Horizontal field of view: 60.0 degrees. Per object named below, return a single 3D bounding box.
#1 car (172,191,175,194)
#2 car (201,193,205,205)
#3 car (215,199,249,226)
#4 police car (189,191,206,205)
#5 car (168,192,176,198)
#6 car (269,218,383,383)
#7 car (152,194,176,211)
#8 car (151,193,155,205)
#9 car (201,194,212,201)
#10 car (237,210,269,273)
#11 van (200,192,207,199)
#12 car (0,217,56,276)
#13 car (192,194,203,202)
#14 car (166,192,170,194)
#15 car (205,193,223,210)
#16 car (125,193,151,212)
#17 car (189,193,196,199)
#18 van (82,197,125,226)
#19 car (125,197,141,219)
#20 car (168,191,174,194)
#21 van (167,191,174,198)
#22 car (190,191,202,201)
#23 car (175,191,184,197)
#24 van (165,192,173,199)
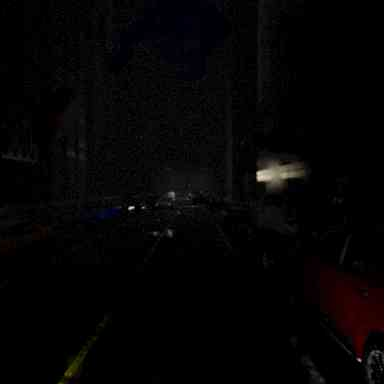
[{"bbox_3d":[-5.663,1.021,77.688,1.752,1.417,4.829,0,0,0],"label":"car"},{"bbox_3d":[2.825,1.238,49.649,1.947,1.339,4.313,0,0,0],"label":"car"},{"bbox_3d":[2.788,1.403,21.448,2.008,1.369,4.403,0,0,0],"label":"car"},{"bbox_3d":[0.912,1.082,52.136,1.930,1.638,5.238,0,0,-1],"label":"police car"},{"bbox_3d":[-5.641,0.827,94.780,1.967,1.590,4.097,0,0,0],"label":"car"},{"bbox_3d":[2.765,1.282,4.525,2.192,1.841,5.009,0,0,0],"label":"car"},{"bbox_3d":[-3.046,1.278,37.012,1.812,1.442,4.674,0,0,0],"label":"car"},{"bbox_3d":[-5.708,1.023,44.013,2.192,1.841,5.009,0,0,0],"label":"car"},{"bbox_3d":[2.848,1.110,66.571,1.887,1.381,4.507,0,0,0],"label":"car"},{"bbox_3d":[2.774,1.479,10.167,2.008,1.369,4.403,0,0,0],"label":"car"},{"bbox_3d":[2.869,0.800,83.491,1.690,1.788,3.998,0,0,0],"label":"van"},{"bbox_3d":[-5.752,1.455,10.001,1.752,1.417,4.829,0,0,0],"label":"car"},{"bbox_3d":[0.982,1.120,62.036,1.812,1.442,4.674,0,0,0],"label":"car"},{"bbox_3d":[-5.685,1.167,60.937,1.947,1.339,4.313,0,0,0],"label":"car"},{"bbox_3d":[2.810,1.184,38.367,1.967,1.590,4.097,0,0,0],"label":"car"},{"bbox_3d":[-5.723,1.094,32.732,2.192,1.841,5.009,0,0,0],"label":"car"},{"bbox_3d":[0.113,1.032,85.184,1.895,1.301,4.718,0,0,0],"label":"car"},{"bbox_3d":[-5.737,1.194,21.451,1.690,1.788,3.998,0,0,0],"label":"van"},{"bbox_3d":[-5.730,1.366,27.093,2.008,1.369,4.403,0,0,0],"label":"car"},{"bbox_3d":[-5.670,1.081,72.218,2.008,1.369,4.403,0,0,0],"label":"car"},{"bbox_3d":[-5.648,0.764,89.138,1.690,1.788,3.998,0,0,0],"label":"van"},{"bbox_3d":[0.791,0.778,68.042,2.150,2.045,5.566,0,0,-1],"label":"car"},{"bbox_3d":[-2.896,0.736,78.540,1.994,1.385,4.181,0,0,0],"label":"car"},{"bbox_3d":[-5.656,0.800,83.498,1.690,1.788,3.998,0,0,0],"label":"van"}]
